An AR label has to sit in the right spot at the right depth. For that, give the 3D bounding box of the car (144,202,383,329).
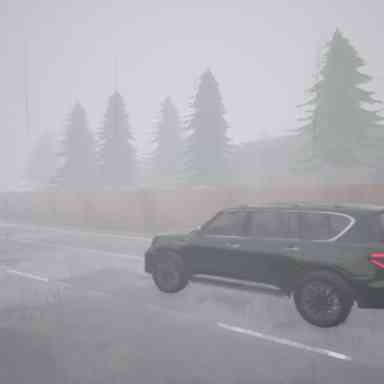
[{"bbox_3d":[1.482,1.245,7.231,5.566,2.045,2.150,-1,0,36],"label":"car"}]
